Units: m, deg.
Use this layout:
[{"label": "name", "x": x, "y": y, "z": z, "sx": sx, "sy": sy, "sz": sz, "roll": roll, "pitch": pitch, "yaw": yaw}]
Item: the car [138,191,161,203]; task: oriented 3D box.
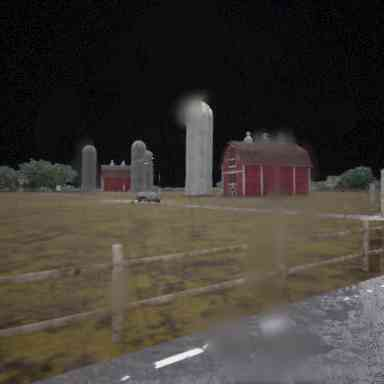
[{"label": "car", "x": -7.494, "y": 0.900, "z": 57.822, "sx": 2.150, "sy": 2.045, "sz": 5.566, "roll": 1, "pitch": 0, "yaw": -35}]
